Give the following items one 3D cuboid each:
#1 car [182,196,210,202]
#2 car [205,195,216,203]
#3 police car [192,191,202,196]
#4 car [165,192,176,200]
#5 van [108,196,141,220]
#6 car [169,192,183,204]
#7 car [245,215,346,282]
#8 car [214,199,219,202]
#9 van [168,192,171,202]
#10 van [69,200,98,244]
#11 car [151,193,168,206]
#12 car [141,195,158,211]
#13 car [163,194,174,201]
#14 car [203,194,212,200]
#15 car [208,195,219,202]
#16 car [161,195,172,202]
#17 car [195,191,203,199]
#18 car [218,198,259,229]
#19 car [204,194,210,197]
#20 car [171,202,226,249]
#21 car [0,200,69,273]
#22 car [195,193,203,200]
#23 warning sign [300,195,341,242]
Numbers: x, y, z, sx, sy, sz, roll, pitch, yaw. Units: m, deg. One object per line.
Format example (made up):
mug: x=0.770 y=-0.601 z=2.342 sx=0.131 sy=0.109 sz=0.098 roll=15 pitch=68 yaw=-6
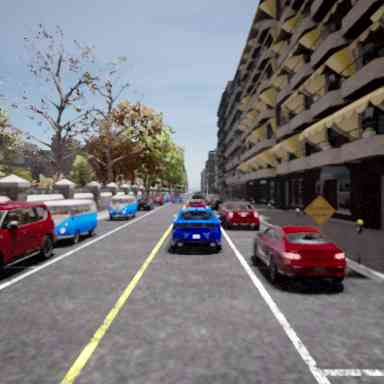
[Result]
car: x=0.349 y=1.377 z=28.657 sx=1.812 sy=1.442 sz=4.674 roll=0 pitch=1 yaw=1
car: x=3.314 y=1.231 z=60.119 sx=1.752 sy=1.417 sz=4.829 roll=0 pitch=0 yaw=1
police car: x=1.211 y=1.075 z=73.921 sx=1.930 sy=1.638 sz=5.238 roll=0 pitch=0 yaw=12
car: x=-4.893 y=0.952 z=76.927 sx=2.192 sy=1.841 sz=5.009 roll=0 pitch=0 yaw=1
van: x=-5.418 y=1.204 z=26.256 sx=1.690 sy=1.788 sz=3.998 roll=0 pitch=0 yaw=1
car: x=-2.465 y=1.241 z=57.489 sx=1.812 sy=1.442 sz=4.674 roll=0 pitch=0 yaw=1
car: x=2.788 y=1.533 z=9.279 sx=1.802 sy=1.307 sz=4.206 roll=0 pitch=0 yaw=1
car: x=2.963 y=1.447 z=26.170 sx=1.802 sy=1.307 sz=4.206 roll=0 pitch=0 yaw=1
van: x=-5.068 y=1.046 z=60.034 sx=1.690 sy=1.788 sz=3.998 roll=0 pitch=0 yaw=1
van: x=-5.534 y=1.262 z=14.995 sx=1.690 sy=1.788 sz=3.998 roll=0 pitch=0 yaw=1
car: x=-5.184 y=1.069 z=48.775 sx=2.192 sy=1.841 sz=5.009 roll=0 pitch=0 yaw=1
car: x=-5.301 y=1.373 z=37.517 sx=1.947 sy=1.339 sz=4.313 roll=0 pitch=0 yaw=1
car: x=-4.951 y=1.204 z=71.296 sx=1.887 sy=1.381 sz=4.507 roll=0 pitch=0 yaw=1
car: x=3.487 y=1.204 z=76.841 sx=1.947 sy=1.339 sz=4.313 roll=0 pitch=0 yaw=1
car: x=3.079 y=1.374 z=37.430 sx=1.947 sy=1.339 sz=4.313 roll=0 pitch=0 yaw=1
car: x=-5.010 y=1.264 z=65.666 sx=1.802 sy=1.307 sz=4.206 roll=0 pitch=0 yaw=1
car: x=1.830 y=0.815 z=89.647 sx=2.150 sy=2.045 sz=5.566 roll=0 pitch=0 yaw=1
car: x=2.904 y=1.334 z=20.539 sx=1.967 sy=1.590 sz=4.097 roll=0 pitch=0 yaw=1
car: x=3.196 y=1.195 z=48.689 sx=1.967 sy=1.590 sz=4.097 roll=0 pitch=0 yaw=1
car: x=0.198 y=1.403 z=14.178 sx=1.882 sy=1.535 sz=5.008 roll=0 pitch=1 yaw=1
car: x=-5.592 y=1.265 z=9.365 sx=2.192 sy=1.841 sz=5.009 roll=0 pitch=0 yaw=1
car: x=1.768 y=1.117 z=83.618 sx=1.837 sy=1.490 sz=4.892 roll=0 pitch=0 yaw=1
warning sign: x=5.210 y=1.045 z=13.576 sx=1.300 sy=1.860 sz=1.060 roll=0 pitch=0 yaw=1
